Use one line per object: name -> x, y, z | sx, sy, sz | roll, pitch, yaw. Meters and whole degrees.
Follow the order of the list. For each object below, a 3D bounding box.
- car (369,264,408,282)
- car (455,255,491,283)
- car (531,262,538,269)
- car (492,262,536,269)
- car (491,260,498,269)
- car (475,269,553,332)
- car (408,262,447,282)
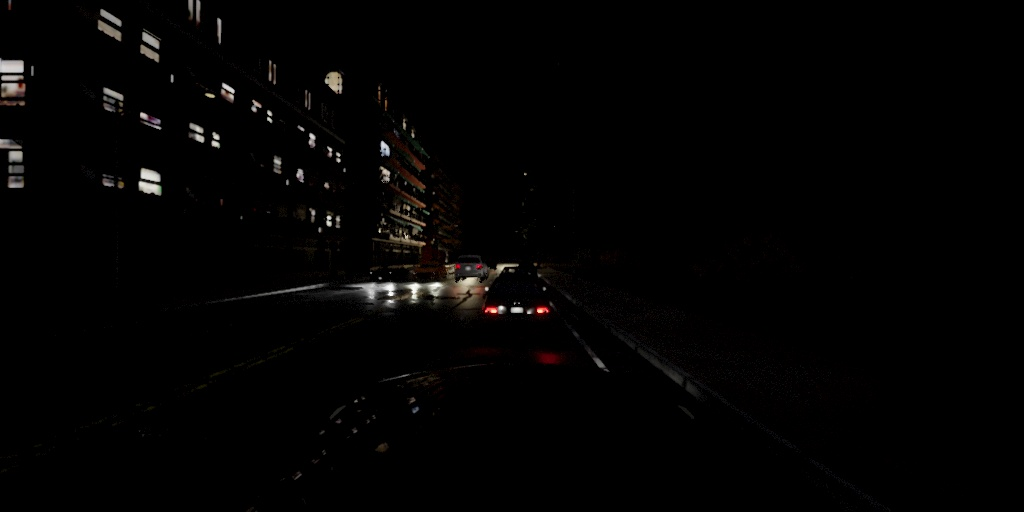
car -> -9.825, 1.349, 28.964 | 1.895, 1.301, 4.718 | 0, 0, 0
car -> -3.125, 0.968, 28.294 | 2.150, 2.045, 5.566 | 0, 0, 0
car -> 1.165, 1.253, 30.913 | 1.837, 1.490, 4.892 | 0, 0, 0
car -> 0.118, 1.297, 21.146 | 2.033, 1.411, 5.357 | 0, 0, 0
car -> -3.109, 1.234, 51.010 | 2.128, 1.511, 4.902 | 0, 0, 0
car -> 0.112, 1.297, 10.785 | 2.033, 1.411, 5.357 | 0, 0, 0
car -> -6.574, 1.226, 29.118 | 1.882, 1.535, 5.008 | 0, 0, 0
